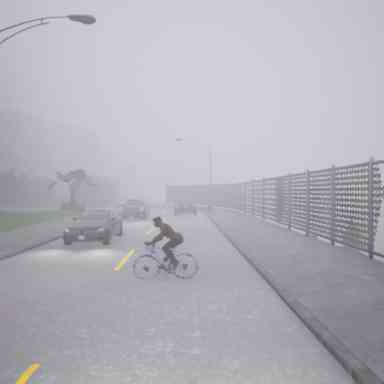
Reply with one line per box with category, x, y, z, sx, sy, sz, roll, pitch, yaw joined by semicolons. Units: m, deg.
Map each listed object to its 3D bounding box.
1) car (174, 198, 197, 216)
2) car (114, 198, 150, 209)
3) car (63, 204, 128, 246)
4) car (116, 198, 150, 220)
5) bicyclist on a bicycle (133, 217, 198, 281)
car;-0.704;1.354;33.107;2.097;1.767;4.553;0;0;-4
car;-8.143;1.526;45.156;4.674;1.442;1.812;0;0;22
car;-4.420;1.526;15.508;1.812;1.442;4.674;0;0;-1
car;-4.697;1.351;27.582;2.097;1.767;4.553;0;0;-1
bicyclist on a bicycle;-0.688;1.447;8.437;1.656;1.620;0.582;-2;0;-1
